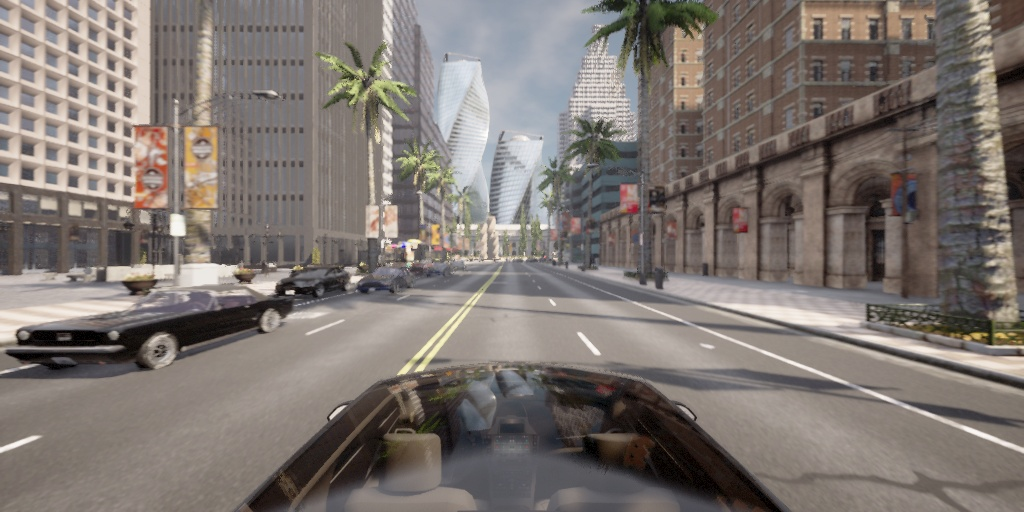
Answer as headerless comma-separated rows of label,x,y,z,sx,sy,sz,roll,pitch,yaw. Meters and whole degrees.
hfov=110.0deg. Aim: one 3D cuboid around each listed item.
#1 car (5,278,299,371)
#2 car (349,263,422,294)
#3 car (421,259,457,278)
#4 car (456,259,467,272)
car,-7.096,1.354,7.883,1.895,1.301,4.718,0,0,0
car,-7.000,1.308,20.598,2.033,1.411,5.357,0,0,0
car,-7.058,1.316,35.181,2.033,1.411,5.357,0,0,0
car,-7.101,1.340,47.529,1.994,1.385,4.181,0,0,-1
